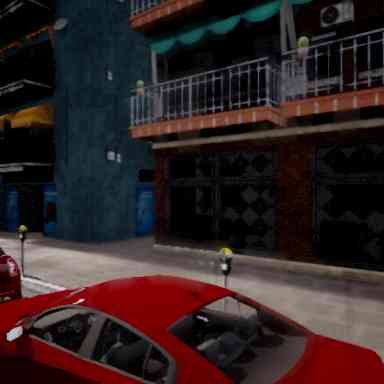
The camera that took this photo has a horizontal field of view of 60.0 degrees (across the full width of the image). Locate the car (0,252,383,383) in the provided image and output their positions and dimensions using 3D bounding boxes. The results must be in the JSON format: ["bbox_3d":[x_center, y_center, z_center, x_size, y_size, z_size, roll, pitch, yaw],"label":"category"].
[{"bbox_3d":[-0.604,1.544,3.305,4.507,1.381,1.887,0,0,35],"label":"car"}]

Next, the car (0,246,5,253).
[{"bbox_3d":[-5.212,1.440,6.591,4.097,1.590,1.967,0,0,35],"label":"car"}]
